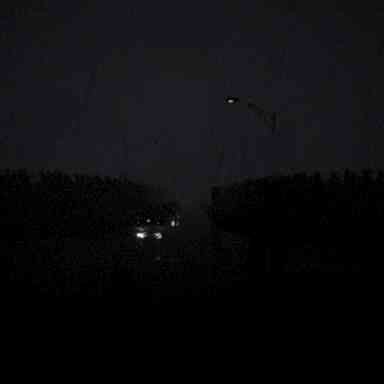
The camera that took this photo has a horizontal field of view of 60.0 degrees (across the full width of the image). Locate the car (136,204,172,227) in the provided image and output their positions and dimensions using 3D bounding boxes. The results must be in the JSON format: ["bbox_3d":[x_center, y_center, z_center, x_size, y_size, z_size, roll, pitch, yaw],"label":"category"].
[{"bbox_3d":[-2.974,1.877,25.580,1.994,1.385,4.181,0,-1,4],"label":"car"}]

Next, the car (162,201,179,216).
[{"bbox_3d":[-2.817,1.974,38.475,1.837,1.490,4.892,0,-1,0],"label":"car"}]
